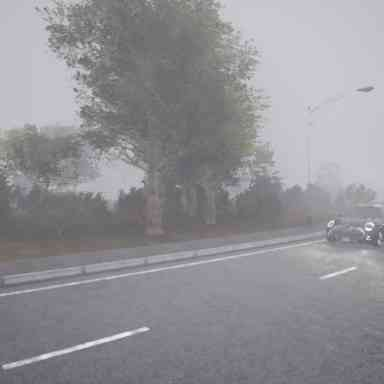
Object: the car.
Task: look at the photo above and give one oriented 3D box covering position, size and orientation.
[{"bbox_3d":[8.024,1.391,15.277,4.553,1.767,2.097,0,0,-42],"label":"car"}]
